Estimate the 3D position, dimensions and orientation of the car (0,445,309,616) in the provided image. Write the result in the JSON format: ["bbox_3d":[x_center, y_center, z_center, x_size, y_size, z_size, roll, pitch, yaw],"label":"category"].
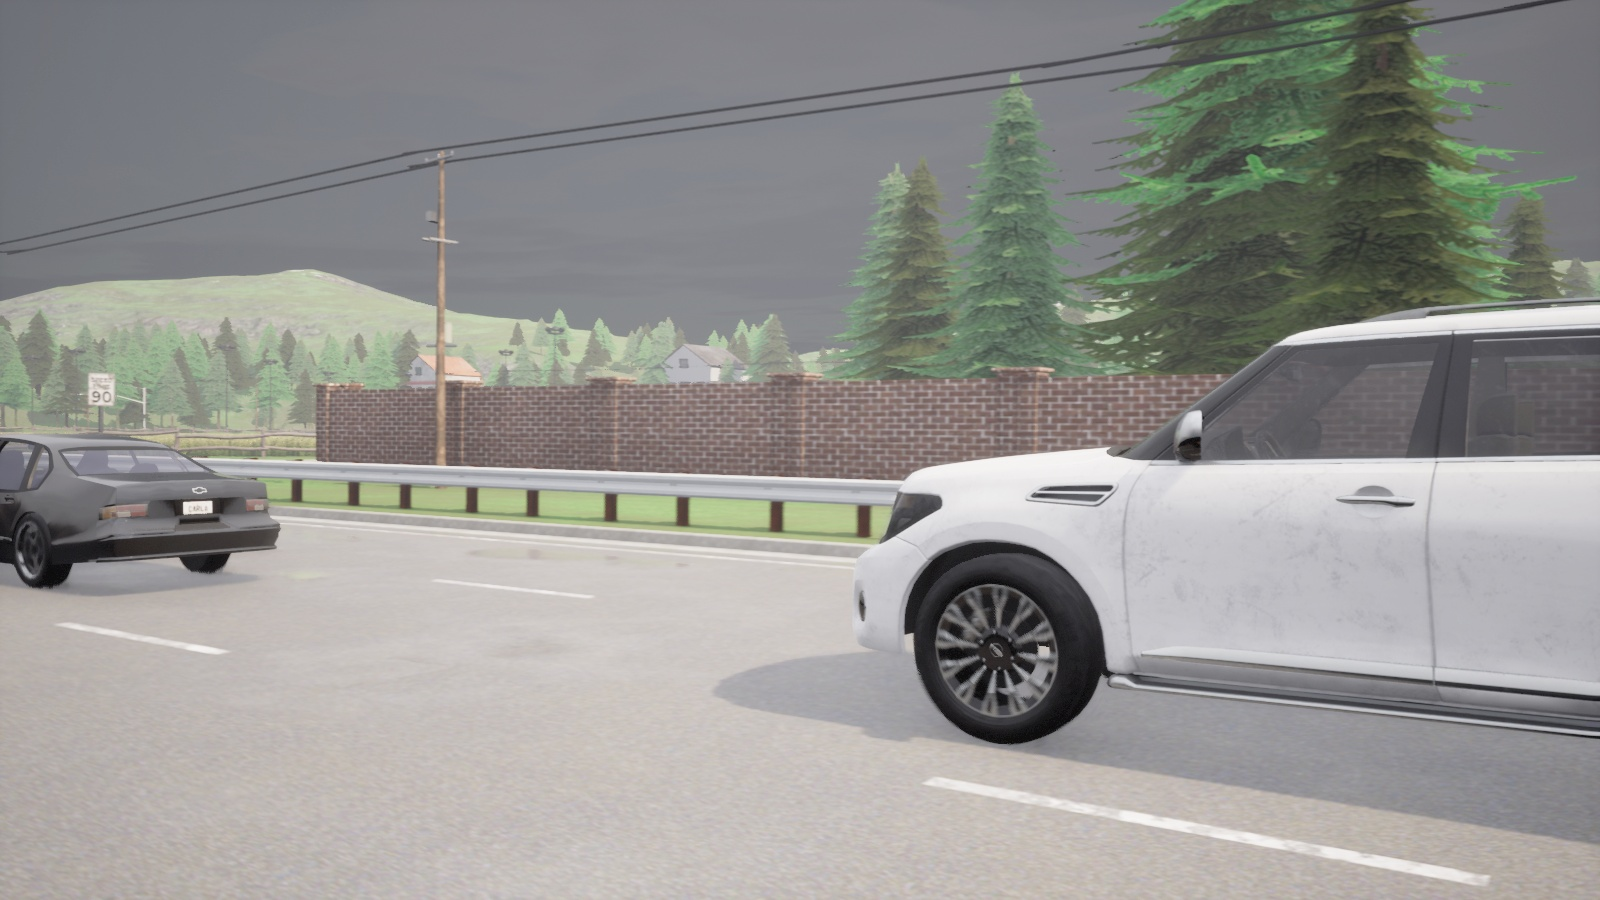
[{"bbox_3d":[-7.586,0.672,12.866,5.357,1.411,2.033,0,1,34],"label":"car"}]

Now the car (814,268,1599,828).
[{"bbox_3d":[2.996,0.344,5.829,5.566,2.045,2.150,0,1,34],"label":"car"}]
